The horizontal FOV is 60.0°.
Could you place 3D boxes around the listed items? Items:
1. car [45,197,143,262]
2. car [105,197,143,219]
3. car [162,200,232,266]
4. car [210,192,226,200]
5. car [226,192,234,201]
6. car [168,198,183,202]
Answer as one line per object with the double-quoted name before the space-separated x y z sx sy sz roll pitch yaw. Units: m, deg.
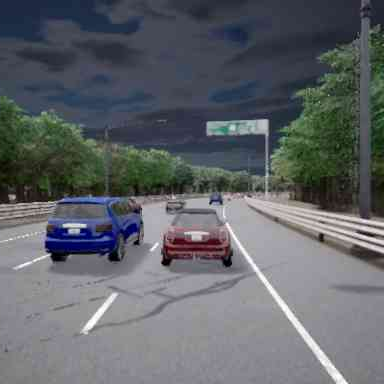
"car" -3.270 1.205 12.205 2.150 2.045 5.566 0 0 2
"car" -5.815 1.301 29.010 2.097 1.767 4.553 0 0 4
"car" 0.201 1.342 11.764 2.097 1.767 4.553 0 0 2
"car" 4.421 1.160 59.784 2.150 2.045 5.566 0 0 8
"car" 8.752 1.122 84.857 2.150 2.045 5.566 0 0 12
"car" -1.711 1.452 36.779 2.128 1.511 4.902 0 0 5
